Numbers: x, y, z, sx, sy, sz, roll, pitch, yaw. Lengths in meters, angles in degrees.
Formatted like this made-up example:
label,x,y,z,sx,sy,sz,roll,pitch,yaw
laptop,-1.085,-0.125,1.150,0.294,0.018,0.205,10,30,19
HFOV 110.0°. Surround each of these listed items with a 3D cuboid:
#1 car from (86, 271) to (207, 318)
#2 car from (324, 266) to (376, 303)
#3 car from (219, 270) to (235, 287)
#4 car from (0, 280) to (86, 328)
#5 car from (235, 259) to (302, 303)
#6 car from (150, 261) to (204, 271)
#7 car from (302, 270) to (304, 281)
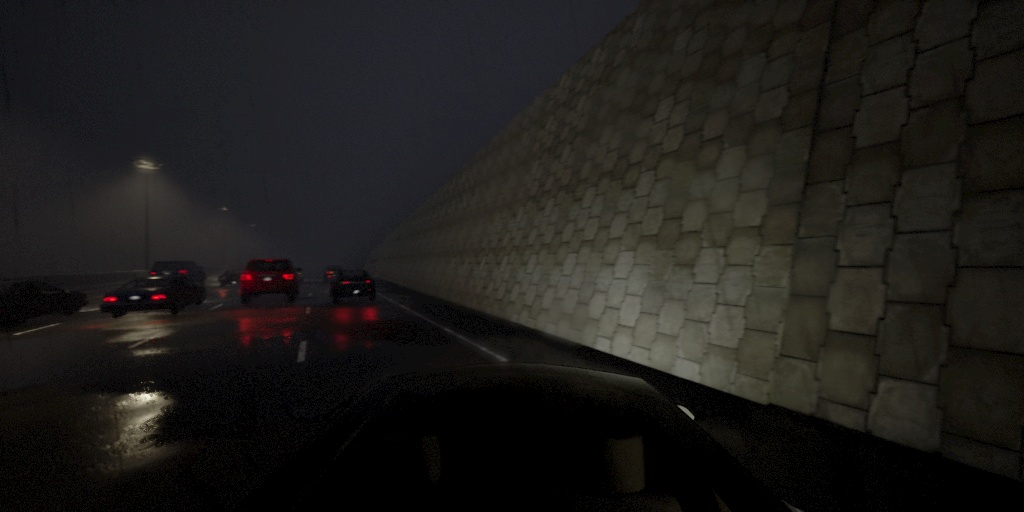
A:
label,x,y,z,sx,sy,sz,roll,pitch,yaw
car,-14.058,1.506,14.406,2.033,1.411,5.357,0,-1,-29
car,-8.127,1.431,18.148,2.128,1.511,4.902,0,-1,-29
car,-22.123,1.737,29.107,1.895,1.301,4.718,0,-1,-29
car,-16.621,1.506,11.802,2.033,1.411,5.357,0,-1,-29
car,-12.313,1.193,18.500,2.150,2.045,5.566,0,-1,-29
car,-24.829,1.362,26.758,2.150,2.045,5.566,0,0,-29
car,-19.843,1.667,32.202,1.812,1.442,4.674,0,-1,-29
